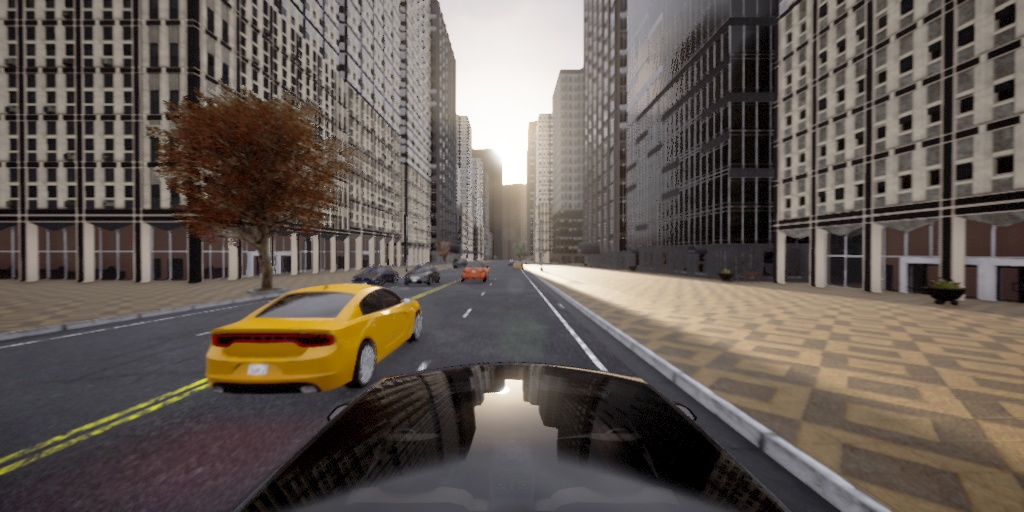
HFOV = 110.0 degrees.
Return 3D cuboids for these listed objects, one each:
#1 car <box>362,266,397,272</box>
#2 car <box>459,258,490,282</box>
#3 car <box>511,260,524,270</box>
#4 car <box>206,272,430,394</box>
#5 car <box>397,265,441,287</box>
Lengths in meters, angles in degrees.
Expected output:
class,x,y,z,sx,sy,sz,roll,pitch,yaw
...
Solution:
class,x,y,z,sx,sy,sz,roll,pitch,yaw
car,-9.848,1.465,26.289,2.033,1.411,5.357,0,0,0
car,-3.150,1.306,31.811,2.097,1.767,4.553,0,0,0
car,1.140,1.631,64.081,1.801,1.575,5.366,0,0,0
car,-3.158,1.263,6.934,1.882,1.535,5.008,0,0,0
car,-6.597,1.412,26.765,2.128,1.511,4.902,0,0,0
